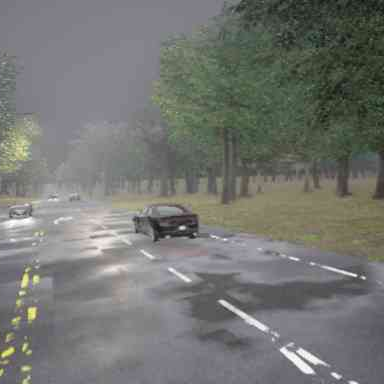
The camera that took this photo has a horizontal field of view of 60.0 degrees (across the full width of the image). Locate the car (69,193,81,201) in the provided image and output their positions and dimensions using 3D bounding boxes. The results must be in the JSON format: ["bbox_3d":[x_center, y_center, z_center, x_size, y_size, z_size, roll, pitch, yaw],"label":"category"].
[{"bbox_3d":[-22.555,1.013,64.022,1.812,1.442,4.674,-3,2,-23],"label":"car"}]

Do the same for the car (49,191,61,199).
[{"bbox_3d":[-33.951,1.048,81.472,1.895,1.301,4.718,-3,2,-23],"label":"car"}]

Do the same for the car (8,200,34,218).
[{"bbox_3d":[-15.950,1.552,31.230,2.128,1.511,4.902,-3,1,-23],"label":"car"}]

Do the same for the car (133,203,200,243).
[{"bbox_3d":[-1.356,1.248,15.206,1.882,1.535,5.008,-3,1,-23],"label":"car"}]
